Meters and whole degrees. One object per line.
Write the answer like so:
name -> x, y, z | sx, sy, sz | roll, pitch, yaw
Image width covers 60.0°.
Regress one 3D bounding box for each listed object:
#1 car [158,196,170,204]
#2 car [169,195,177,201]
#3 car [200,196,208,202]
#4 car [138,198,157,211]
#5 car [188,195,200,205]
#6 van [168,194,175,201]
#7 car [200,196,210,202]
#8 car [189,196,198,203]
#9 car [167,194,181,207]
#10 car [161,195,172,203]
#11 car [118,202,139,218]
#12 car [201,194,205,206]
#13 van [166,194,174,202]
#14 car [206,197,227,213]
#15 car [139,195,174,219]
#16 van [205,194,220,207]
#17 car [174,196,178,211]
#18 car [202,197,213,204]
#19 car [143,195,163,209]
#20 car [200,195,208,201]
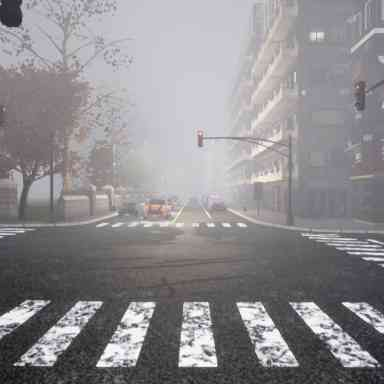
car -> -5.453, 1.497, 64.644 | 1.967, 1.590, 4.097 | 0, 0, 0
car -> -5.351, 1.668, 92.792 | 2.008, 1.369, 4.403 | 0, 0, 0
car -> 2.988, 1.634, 81.503 | 1.887, 1.381, 4.507 | 0, 0, 0
car -> -5.535, 1.549, 41.953 | 1.752, 1.417, 4.829 | 0, 0, 0
car -> 0.326, 1.615, 61.172 | 1.994, 1.385, 4.181 | 0, 0, 0
van -> -5.371, 1.444, 87.163 | 1.690, 1.788, 3.998 | 0, 0, 0
car -> 2.968, 1.628, 75.873 | 2.008, 1.369, 4.403 | 0, 0, 0
car -> 0.326, 1.594, 71.156 | 1.812, 1.442, 4.674 | 0, 0, 0
car -> -2.895, 1.389, 52.697 | 2.097, 1.767, 4.553 | 0, 0, 0
car -> -5.432, 1.507, 70.273 | 1.967, 1.590, 4.097 | 0, 0, 0
car -> -5.575, 1.579, 30.862 | 1.947, 1.339, 4.313 | 0, 0, 0
car -> 2.887, 1.479, 53.352 | 1.967, 1.590, 4.097 | 0, 0, 0
van -> -5.392, 1.431, 81.534 | 1.690, 1.788, 3.998 | 0, 0, 0
car -> 2.825, 1.563, 36.461 | 1.887, 1.381, 4.507 | 0, 0, 0
car -> -2.995, 1.364, 29.107 | 2.097, 1.767, 4.553 | 0, 0, 0
van -> 2.846, 1.365, 42.092 | 1.690, 1.788, 3.998 | 0, 0, 0
car -> -2.956, 1.527, 39.237 | 1.837, 1.490, 4.892 | 0, 0, 0
car -> 2.927, 1.602, 64.612 | 1.887, 1.381, 4.507 | 0, 0, 0
car -> -5.514, 1.346, 47.753 | 2.192, 1.841, 5.009 | 0, 0, 0
car -> 3.009, 1.543, 87.132 | 1.967, 1.590, 4.097 | 0, 0, 0
